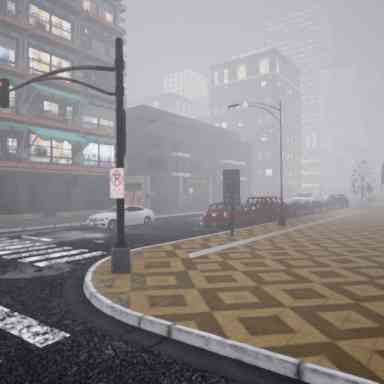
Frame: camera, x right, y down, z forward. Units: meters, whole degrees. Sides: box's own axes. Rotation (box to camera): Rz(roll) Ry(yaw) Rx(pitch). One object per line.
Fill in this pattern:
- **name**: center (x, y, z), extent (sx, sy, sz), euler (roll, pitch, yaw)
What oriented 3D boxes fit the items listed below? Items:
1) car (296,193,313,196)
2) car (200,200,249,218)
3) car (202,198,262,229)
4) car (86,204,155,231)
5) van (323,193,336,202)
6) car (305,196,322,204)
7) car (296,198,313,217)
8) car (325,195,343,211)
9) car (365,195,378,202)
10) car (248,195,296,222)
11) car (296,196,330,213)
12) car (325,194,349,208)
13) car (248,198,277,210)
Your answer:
- **car**: center (16.073, 1.118, 48.309), extent (2.150, 2.045, 5.566), euler (-1, -1, 36)
- **car**: center (3.143, 1.507, 30.871), extent (2.033, 1.411, 5.357), euler (-1, 0, 36)
- **car**: center (2.439, 1.351, 20.765), extent (1.967, 1.590, 4.097), euler (-1, 0, 36)
- **car**: center (-4.303, 1.512, 20.734), extent (1.812, 1.442, 4.674), euler (-1, 0, 36)
- **van**: center (29.203, 1.226, 70.504), extent (1.690, 1.788, 3.998), euler (-1, 0, 36)
- **car**: center (22.481, 1.436, 61.352), extent (1.752, 1.417, 4.829), euler (-1, 0, 36)
- **car**: center (9.064, 1.469, 29.779), extent (1.802, 1.307, 4.206), euler (-1, 0, 36)
- **car**: center (15.686, 1.414, 38.794), extent (2.008, 1.369, 4.403), euler (-1, 0, 36)
- **car**: center (35.555, 1.332, 65.838), extent (1.887, 1.381, 4.507), euler (-1, 0, 36)
- **car**: center (5.750, 1.214, 25.273), extent (2.192, 1.841, 5.009), euler (-1, 0, 36)
- **car**: center (12.375, 1.420, 34.287), extent (1.887, 1.381, 4.507), euler (-1, 0, 36)
- **car**: center (18.996, 1.166, 43.302), extent (2.192, 1.841, 5.009), euler (-1, 0, 36)
- **car**: center (9.236, 1.486, 43.322), extent (1.752, 1.417, 4.829), euler (-1, 0, 36)
